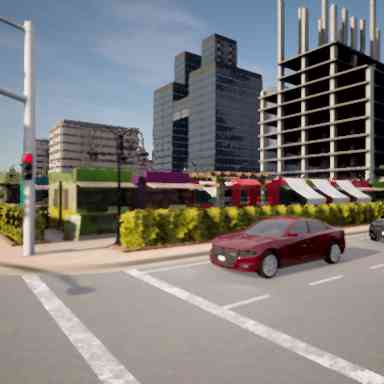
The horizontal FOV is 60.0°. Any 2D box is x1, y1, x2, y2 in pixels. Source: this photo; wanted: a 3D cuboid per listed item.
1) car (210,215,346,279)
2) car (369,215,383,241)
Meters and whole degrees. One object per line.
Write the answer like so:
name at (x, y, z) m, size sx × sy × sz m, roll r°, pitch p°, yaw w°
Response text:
car at (2.812, 1.506, 10.387) m, size 5.008 × 1.535 × 1.882 m, roll 0°, pitch 0°, yaw -36°
car at (10.372, 1.531, 15.888) m, size 5.008 × 1.535 × 1.882 m, roll 0°, pitch 0°, yaw -36°
